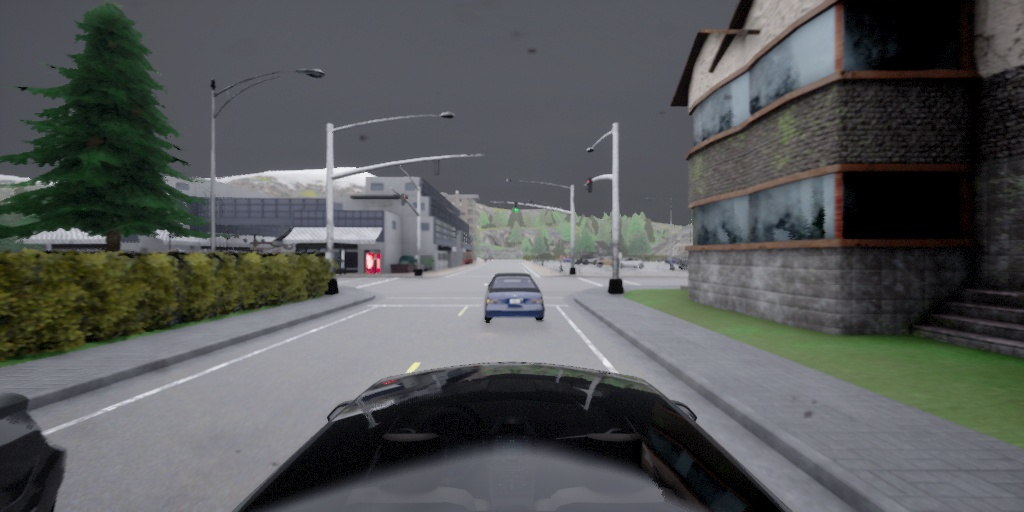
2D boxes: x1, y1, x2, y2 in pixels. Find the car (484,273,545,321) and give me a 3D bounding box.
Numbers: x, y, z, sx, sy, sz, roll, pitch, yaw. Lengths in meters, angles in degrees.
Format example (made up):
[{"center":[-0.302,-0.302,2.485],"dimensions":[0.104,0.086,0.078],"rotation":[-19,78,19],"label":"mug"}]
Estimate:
[{"center":[-0.003,1.274,12.257],"dimensions":[2.033,1.411,5.357],"rotation":[0,0,-2],"label":"car"}]
